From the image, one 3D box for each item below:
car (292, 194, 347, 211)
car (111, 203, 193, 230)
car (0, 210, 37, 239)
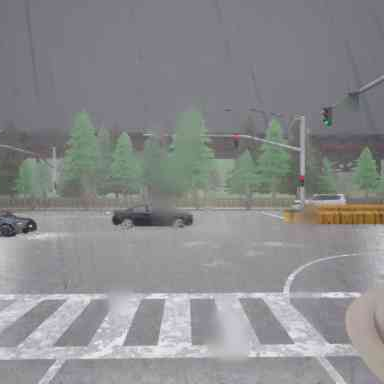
[{"bbox_3d":[13.548,1.221,35.398,5.566,2.045,2.150,0,0,-2],"label":"car"},{"bbox_3d":[-2.445,1.477,20.708,5.008,1.535,1.882,0,0,-2],"label":"car"},{"bbox_3d":[-10.230,1.564,16.972,4.181,1.385,1.994,0,0,-2],"label":"car"}]
